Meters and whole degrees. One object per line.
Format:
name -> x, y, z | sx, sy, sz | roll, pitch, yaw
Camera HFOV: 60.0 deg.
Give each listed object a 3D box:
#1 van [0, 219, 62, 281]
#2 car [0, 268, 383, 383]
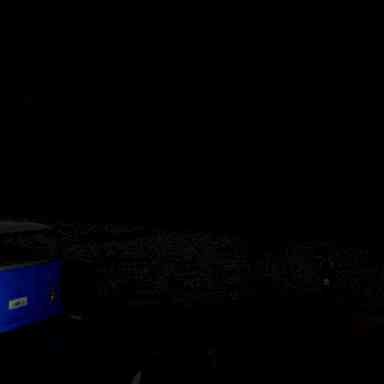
van -> -3.977, 1.341, 5.807 | 3.998, 1.788, 1.690 | 0, 0, 36
car -> 0.587, 1.545, 2.547 | 4.507, 1.381, 1.887 | 0, 0, 36
